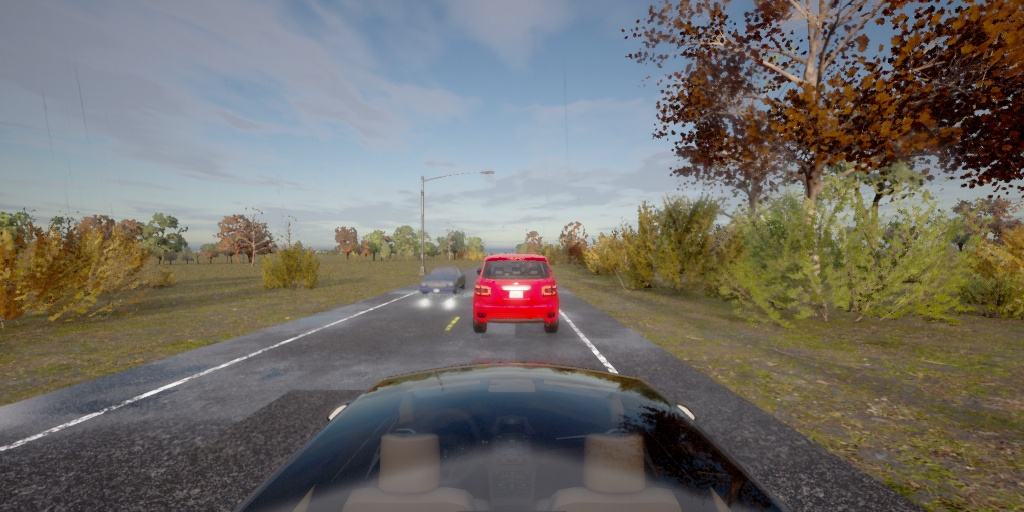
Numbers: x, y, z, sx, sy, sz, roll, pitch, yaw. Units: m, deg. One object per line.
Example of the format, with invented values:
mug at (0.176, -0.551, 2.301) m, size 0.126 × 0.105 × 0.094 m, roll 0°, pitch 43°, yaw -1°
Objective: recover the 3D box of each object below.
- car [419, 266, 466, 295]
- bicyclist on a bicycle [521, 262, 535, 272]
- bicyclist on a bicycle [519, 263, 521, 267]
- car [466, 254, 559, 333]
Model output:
car at (-3.640, 1.291, 19.984) m, size 2.033 × 1.411 × 5.357 m, roll 0°, pitch 0°, yaw 0°
bicyclist on a bicycle at (0.936, 1.114, 18.560) m, size 0.659 × 1.776 × 1.843 m, roll 0°, pitch 0°, yaw 0°
bicyclist on a bicycle at (0.892, 1.111, 28.573) m, size 0.659 × 1.776 × 1.843 m, roll 0°, pitch 0°, yaw 0°
car at (0.088, 0.968, 10.854) m, size 2.150 × 2.045 × 5.566 m, roll 0°, pitch 0°, yaw 0°
